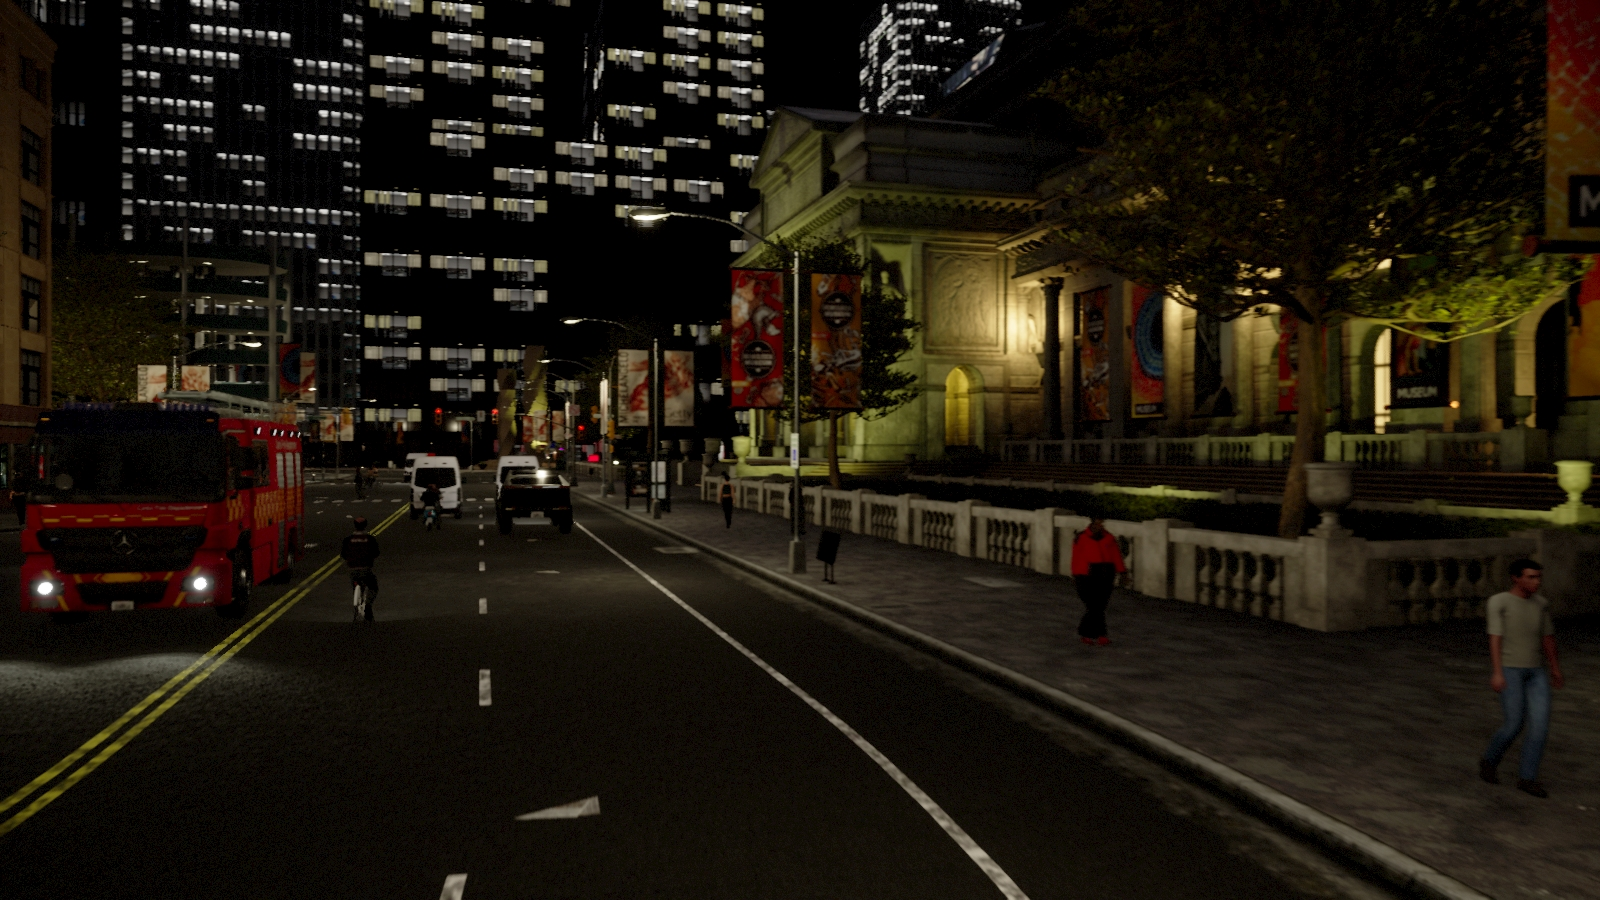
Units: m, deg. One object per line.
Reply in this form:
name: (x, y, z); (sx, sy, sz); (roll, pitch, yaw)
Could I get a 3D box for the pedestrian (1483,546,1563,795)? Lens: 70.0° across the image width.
pedestrian: (5.617, 1.694, 8.883); (0.375, 1.860, 0.375); (0, 0, -3)

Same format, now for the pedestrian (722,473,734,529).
pedestrian: (-2.422, 1.699, 38.405); (0.375, 1.860, 0.375); (0, 0, -4)

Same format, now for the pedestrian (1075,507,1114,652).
pedestrian: (3.890, 1.694, 15.090); (0.375, 1.860, 0.375); (0, 0, -9)

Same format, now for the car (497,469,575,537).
car: (-9.392, 1.758, 40.194); (2.390, 2.098, 6.274); (0, 0, -16)

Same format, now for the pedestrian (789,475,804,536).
pedestrian: (-0.107, 1.696, 35.058); (0.375, 1.860, 0.375); (0, 0, -20)

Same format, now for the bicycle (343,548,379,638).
bicycle: (-6.886, 2.213, 17.949); (0.329, 1.171, 1.835); (0, 0, -15)

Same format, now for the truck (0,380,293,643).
truck: (-11.544, 0.896, 21.012); (2.891, 3.827, 8.468); (0, 0, -16)

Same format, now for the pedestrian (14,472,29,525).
pedestrian: (-27.389, 1.708, 40.190); (0.375, 1.860, 0.375); (0, 0, -23)
